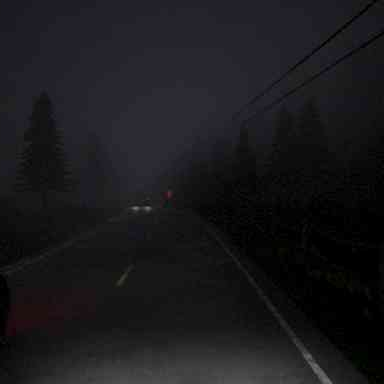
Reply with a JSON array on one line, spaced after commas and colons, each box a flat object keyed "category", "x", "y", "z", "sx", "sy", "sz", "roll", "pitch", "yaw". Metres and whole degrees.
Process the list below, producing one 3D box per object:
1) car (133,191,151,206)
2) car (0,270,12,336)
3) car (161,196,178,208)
[{"category": "car", "x": -6.891, "y": 0.882, "z": 46.097, "sx": 2.150, "sy": 2.045, "sz": 5.566, "roll": 0, "pitch": 0, "yaw": -8}, {"category": "car", "x": -3.367, "y": 1.474, "z": 2.594, "sx": 2.128, "sy": 1.511, "sz": 4.902, "roll": 0, "pitch": 0, "yaw": -1}, {"category": "car", "x": -2.773, "y": 1.185, "z": 41.049, "sx": 2.128, "sy": 1.511, "sz": 4.902, "roll": 0, "pitch": 1, "yaw": -8}]
